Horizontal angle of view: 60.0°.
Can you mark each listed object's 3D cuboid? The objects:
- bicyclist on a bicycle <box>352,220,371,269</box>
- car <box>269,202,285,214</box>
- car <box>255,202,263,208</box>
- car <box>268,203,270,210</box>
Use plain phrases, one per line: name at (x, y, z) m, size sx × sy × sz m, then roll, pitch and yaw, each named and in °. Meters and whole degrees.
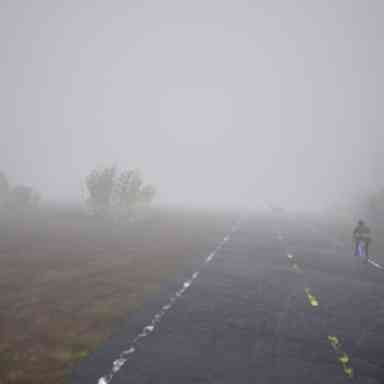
bicyclist on a bicycle at (6.006, 1.839, 11.792) m, size 0.582 × 1.620 × 1.656 m, roll 2°, pitch -1°, yaw 12°
car at (13.879, 2.742, 53.901) m, size 1.812 × 1.442 × 4.674 m, roll 2°, pitch -1°, yaw 12°
car at (17.422, 3.357, 86.684) m, size 1.895 × 1.301 × 4.718 m, roll 2°, pitch -1°, yaw 12°
car at (17.392, 2.929, 71.535) m, size 2.097 × 1.767 × 4.553 m, roll 2°, pitch -1°, yaw 12°
